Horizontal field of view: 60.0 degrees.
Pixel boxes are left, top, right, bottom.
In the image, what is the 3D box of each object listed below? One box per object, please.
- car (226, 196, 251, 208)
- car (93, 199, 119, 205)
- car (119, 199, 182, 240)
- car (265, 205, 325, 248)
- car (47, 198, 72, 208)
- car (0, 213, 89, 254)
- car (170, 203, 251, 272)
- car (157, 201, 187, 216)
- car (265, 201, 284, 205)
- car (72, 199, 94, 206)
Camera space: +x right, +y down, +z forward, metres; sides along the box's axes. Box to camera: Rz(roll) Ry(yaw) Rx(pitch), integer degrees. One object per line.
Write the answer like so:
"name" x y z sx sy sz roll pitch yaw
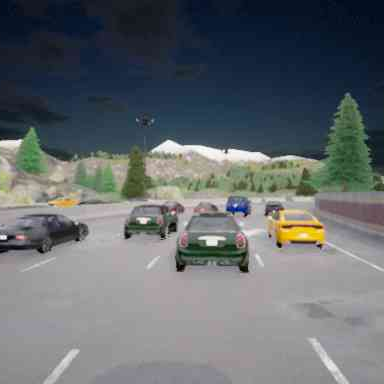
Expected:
"car" 4.860 1.415 34.463 2.150 2.045 5.566 0 0 15
"car" -12.360 1.797 50.371 1.895 1.301 4.718 0 0 19
"car" -2.038 1.433 17.892 2.097 1.767 4.553 0 0 7
"car" 4.688 1.576 15.520 1.882 1.535 5.008 0 0 7
"car" -19.681 1.642 50.473 1.882 1.535 5.008 0 0 19
"car" -6.112 1.589 13.719 2.033 1.411 5.357 0 0 6
"car" 0.725 1.412 11.192 2.097 1.767 4.553 0 0 5
"car" -2.089 1.693 35.455 1.812 1.442 4.674 0 0 15
"car" 8.850 1.722 35.667 1.837 1.490 4.892 0 0 16
"car" -15.622 1.736 51.725 2.033 1.411 5.357 0 0 19
